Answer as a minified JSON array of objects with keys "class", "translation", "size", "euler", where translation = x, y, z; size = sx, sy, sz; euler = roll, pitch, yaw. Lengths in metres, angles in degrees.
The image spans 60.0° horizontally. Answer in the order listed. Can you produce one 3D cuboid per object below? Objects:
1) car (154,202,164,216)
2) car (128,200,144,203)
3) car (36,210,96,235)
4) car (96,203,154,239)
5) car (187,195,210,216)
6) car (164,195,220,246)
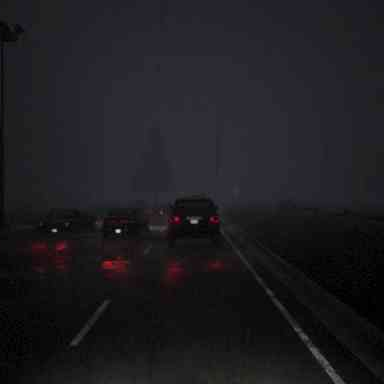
[{"class":"car","translation":[-2.768,1.694,34.104],"size":[1.895,1.301,4.718],"euler":[0,0,4]},{"class":"car","translation":[-6.095,1.625,36.545],"size":[1.812,1.442,4.674],"euler":[0,0,4]},{"class":"car","translation":[-6.908,1.653,18.939],"size":[1.895,1.301,4.718],"euler":[0,0,0]},{"class":"car","translation":[-3.409,1.553,17.782],"size":[1.837,1.490,4.892],"euler":[0,0,0]},{"class":"car","translation":[0.766,1.315,34.580],"size":[2.150,2.045,5.566],"euler":[0,0,4]},{"class":"car","translation":[0.091,1.265,15.746],"size":[2.150,2.045,5.566],"euler":[0,0,0]}]
